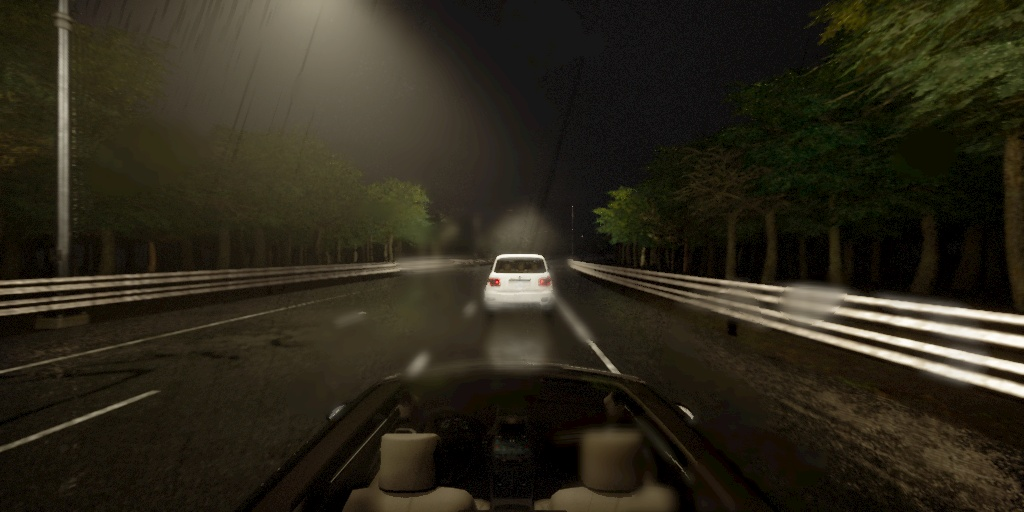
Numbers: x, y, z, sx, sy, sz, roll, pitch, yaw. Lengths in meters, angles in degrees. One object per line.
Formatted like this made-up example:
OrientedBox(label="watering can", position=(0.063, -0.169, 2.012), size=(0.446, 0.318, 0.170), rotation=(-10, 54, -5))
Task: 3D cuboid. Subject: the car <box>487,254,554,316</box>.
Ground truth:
OrientedBox(label="car", position=(0.322, 0.963, 13.405), size=(2.150, 2.045, 5.566), rotation=(0, 0, 2))
